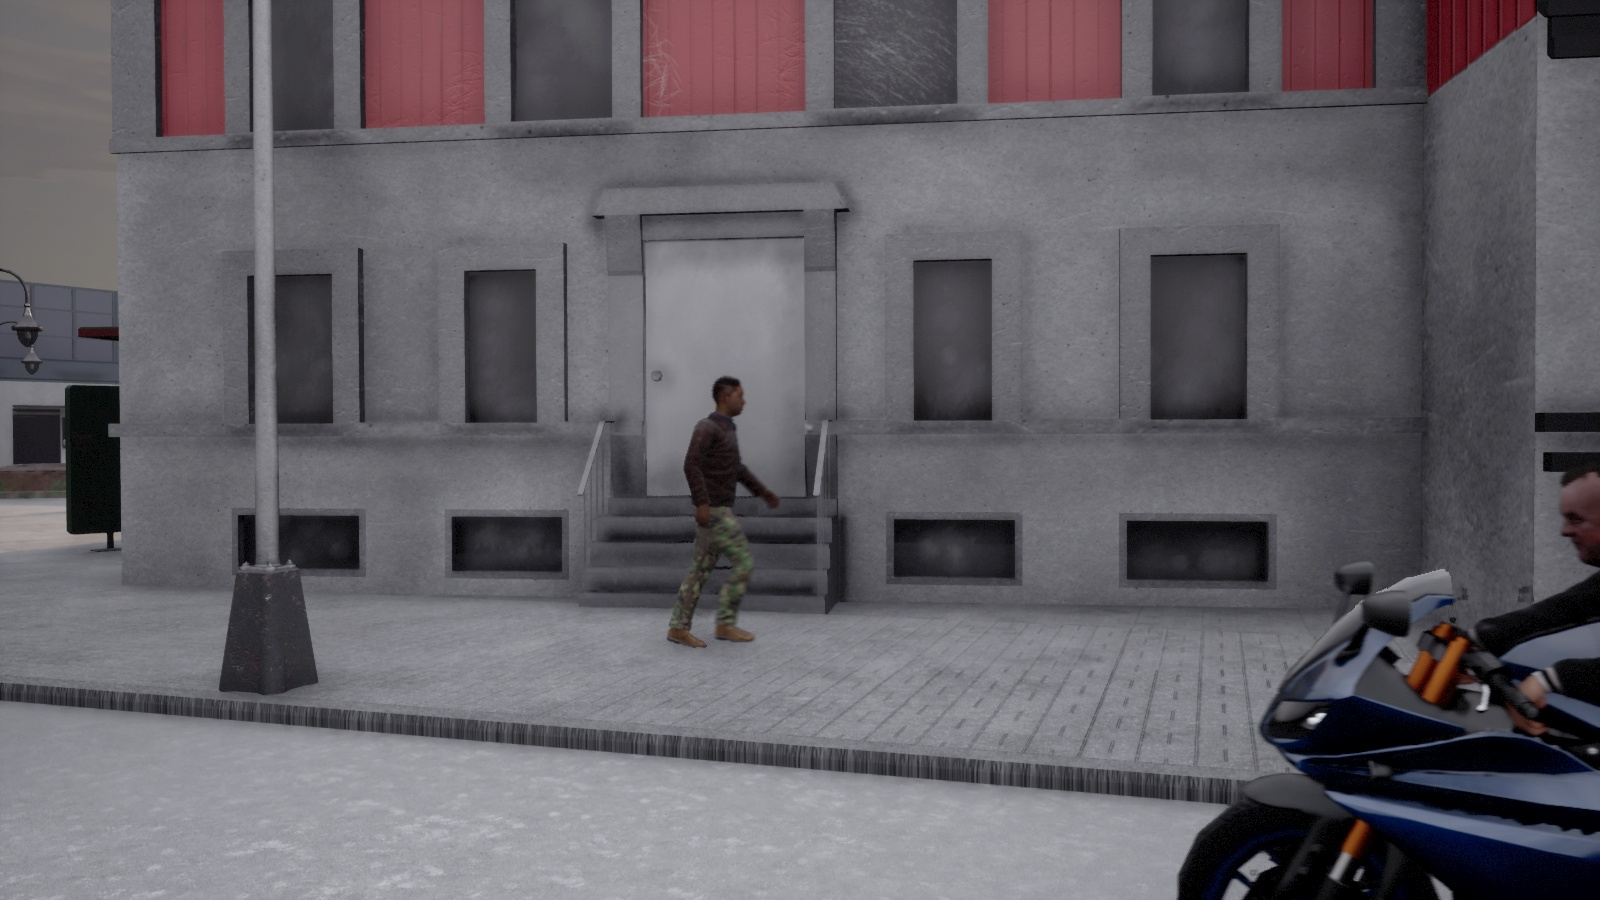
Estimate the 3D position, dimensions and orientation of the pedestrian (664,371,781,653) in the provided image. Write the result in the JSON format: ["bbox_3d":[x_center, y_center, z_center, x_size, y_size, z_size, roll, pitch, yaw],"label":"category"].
[{"bbox_3d":[-0.515,0.399,8.455,0.703,1.840,0.431,0,1,9],"label":"pedestrian"}]

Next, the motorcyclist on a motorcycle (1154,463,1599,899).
[{"bbox_3d":[2.014,0.820,3.040,2.191,1.530,0.866,1,1,18],"label":"motorcyclist on a motorcycle"}]
